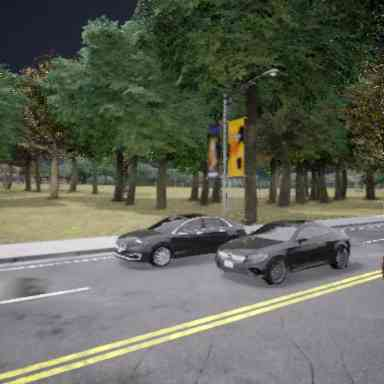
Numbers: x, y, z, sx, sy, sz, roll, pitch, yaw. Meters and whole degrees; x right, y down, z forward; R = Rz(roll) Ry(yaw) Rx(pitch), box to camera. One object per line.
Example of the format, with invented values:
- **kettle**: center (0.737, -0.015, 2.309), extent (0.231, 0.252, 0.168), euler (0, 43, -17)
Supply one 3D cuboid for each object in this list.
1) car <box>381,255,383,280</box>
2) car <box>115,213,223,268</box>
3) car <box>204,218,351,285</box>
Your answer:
- **car**: center (6.300, 1.560, 7.938), extent (4.674, 1.442, 1.812), euler (0, 0, -36)
- **car**: center (-0.222, 1.533, 11.513), extent (4.892, 1.490, 1.837), euler (0, 0, -36)
- **car**: center (2.815, 1.556, 9.690), extent (4.674, 1.442, 1.812), euler (0, 0, -36)
